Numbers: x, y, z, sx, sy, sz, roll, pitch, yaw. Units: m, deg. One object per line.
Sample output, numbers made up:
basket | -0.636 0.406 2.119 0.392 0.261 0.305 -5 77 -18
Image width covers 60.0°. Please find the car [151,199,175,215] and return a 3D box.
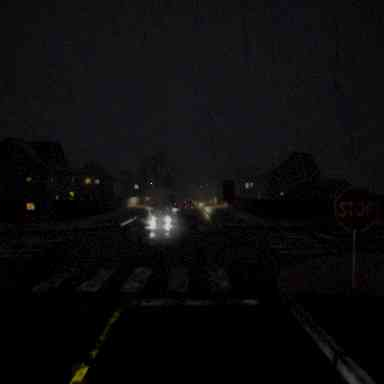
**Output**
car | -3.052 1.640 33.757 1.895 1.301 4.718 0 0 -1

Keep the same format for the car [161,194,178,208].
car | -3.253 1.326 48.954 2.150 2.045 5.566 0 -1 -1

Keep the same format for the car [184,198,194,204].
car | -0.725 1.852 68.513 1.895 1.301 4.718 0 0 -2

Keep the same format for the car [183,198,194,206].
car | -0.562 1.766 58.486 1.895 1.301 4.718 0 0 -1
